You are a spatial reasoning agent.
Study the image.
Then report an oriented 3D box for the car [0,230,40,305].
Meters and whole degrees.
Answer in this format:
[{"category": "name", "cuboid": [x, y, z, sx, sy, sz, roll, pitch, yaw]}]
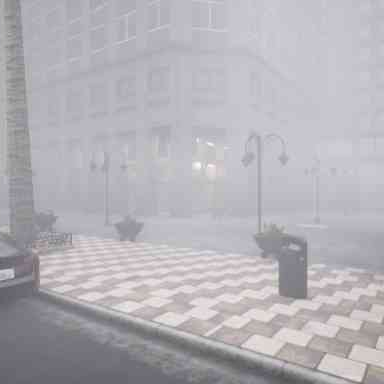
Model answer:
[{"category": "car", "cuboid": [-5.249, 1.513, 7.203, 4.786, 1.482, 2.161, 0, 0, 35]}]
